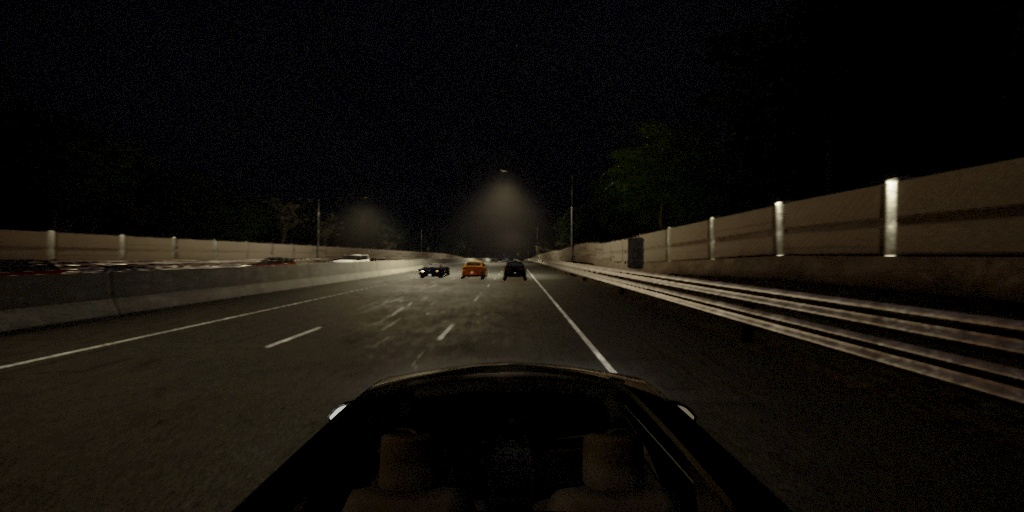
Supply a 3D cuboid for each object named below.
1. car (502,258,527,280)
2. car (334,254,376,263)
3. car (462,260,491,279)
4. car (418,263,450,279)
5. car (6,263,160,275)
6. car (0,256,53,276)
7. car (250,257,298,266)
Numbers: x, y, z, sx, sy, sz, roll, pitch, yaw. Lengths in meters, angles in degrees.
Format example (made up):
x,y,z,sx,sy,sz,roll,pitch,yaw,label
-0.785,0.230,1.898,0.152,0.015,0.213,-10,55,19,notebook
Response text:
x,y,z,sx,sy,sz,roll,pitch,yaw,label
0.259,1.229,31.609,1.882,1.535,5.008,1,0,1,car
-17.192,0.804,38.703,2.150,2.045,5.566,1,0,1,car
-3.239,1.194,31.644,1.882,1.535,5.008,1,0,1,car
-6.739,1.283,31.686,1.895,1.301,4.718,1,0,1,car
-17.489,1.124,15.872,2.033,1.411,5.357,1,0,1,car
-21.006,0.894,14.257,2.097,1.767,4.553,1,0,1,car
-20.812,0.895,31.347,2.097,1.767,4.553,1,0,1,car
